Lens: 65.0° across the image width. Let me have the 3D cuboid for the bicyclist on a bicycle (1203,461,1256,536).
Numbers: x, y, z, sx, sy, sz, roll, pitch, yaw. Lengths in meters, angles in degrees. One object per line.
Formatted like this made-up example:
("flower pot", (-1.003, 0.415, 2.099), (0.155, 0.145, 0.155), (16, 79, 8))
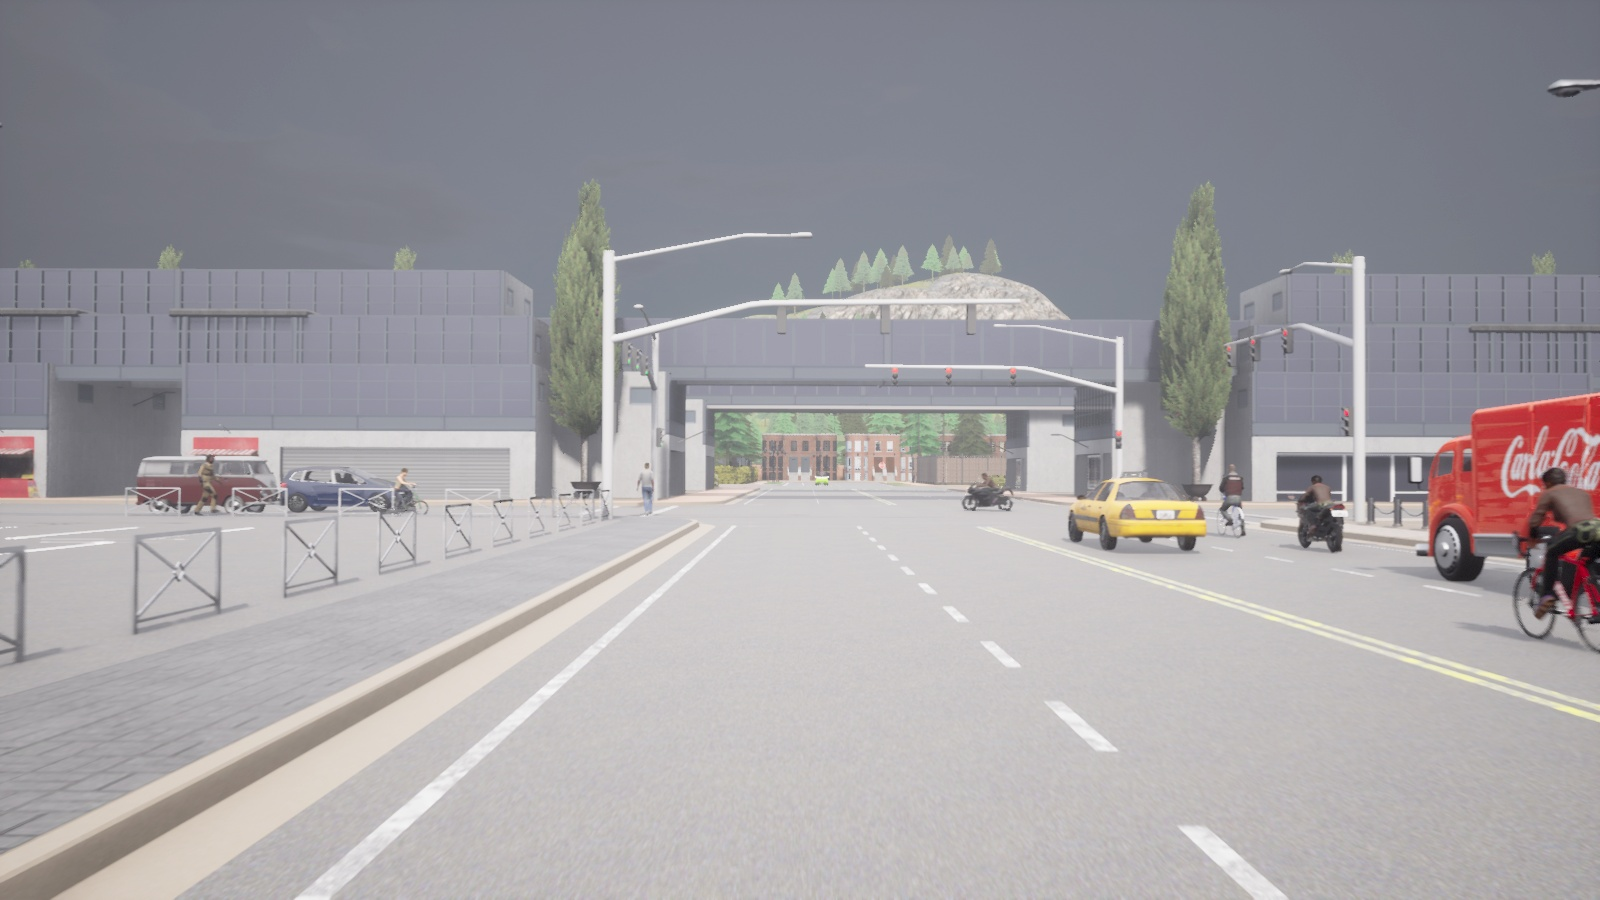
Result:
("bicyclist on a bicycle", (10.425, 1.155, 30.544), (0.659, 1.776, 1.843), (0, -1, 0))

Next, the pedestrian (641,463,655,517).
("pedestrian", (-5.234, 1.361, 43.278), (0.354, 1.836, 0.706), (0, -1, 2))

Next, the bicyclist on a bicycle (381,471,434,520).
("bicyclist on a bicycle", (-13.176, 1.510, 42.198), (1.509, 1.612, 0.866), (0, -1, 1))

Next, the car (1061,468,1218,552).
("car", (6.937, 1.166, 26.268), (1.801, 1.575, 5.366), (0, -1, 0))

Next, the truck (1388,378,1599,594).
("truck", (10.456, 0.539, 16.829), (2.627, 2.467, 5.204), (0, -3, 0))

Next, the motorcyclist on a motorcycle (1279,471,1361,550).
("motorcyclist on a motorcycle", (10.438, 1.178, 25.296), (0.797, 1.523, 2.044), (0, -1, 0))

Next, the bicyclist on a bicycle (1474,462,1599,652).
("bicyclist on a bicycle", (6.972, 0.934, 11.582), (0.582, 1.620, 1.656), (0, -1, 0))

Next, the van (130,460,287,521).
("van", (-19.880, 1.355, 42.326), (4.442, 1.987, 1.775), (0, -1, 1))

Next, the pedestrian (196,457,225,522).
("pedestrian", (-17.559, 1.170, 37.415), (0.692, 1.930, 0.396), (0, -1, 0))

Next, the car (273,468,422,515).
("car", (-16.419, 1.490, 45.745), (4.611, 1.667, 2.242), (0, -1, 1))

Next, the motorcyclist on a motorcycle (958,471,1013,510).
("motorcyclist on a motorcycle", (7.271, 1.592, 49.234), (2.044, 1.523, 0.797), (0, -1, -1))
